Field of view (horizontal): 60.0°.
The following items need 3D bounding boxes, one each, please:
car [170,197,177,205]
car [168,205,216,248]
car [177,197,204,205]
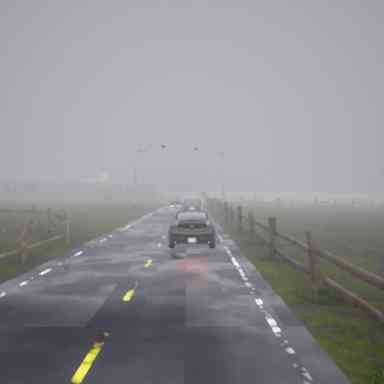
[{"bbox_3d":[-2.750,1.616,57.652,2.033,1.411,5.357,0,0,0],"label":"car"},{"bbox_3d":[0.000,1.518,14.650,1.837,1.490,4.892,0,0,0],"label":"car"},{"bbox_3d":[0.000,1.372,29.621,2.097,1.767,4.553,0,0,0],"label":"car"}]
